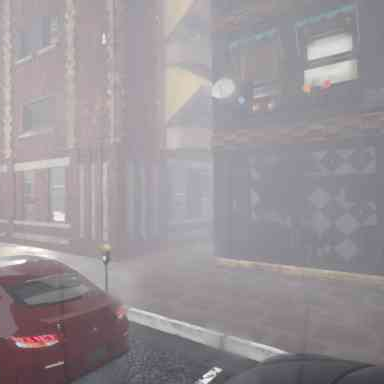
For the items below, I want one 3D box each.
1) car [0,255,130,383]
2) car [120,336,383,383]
[{"bbox_3d":[-2.703,1.583,4.763,4.206,1.307,1.802,0,-1,35],"label":"car"},{"bbox_3d":[1.909,1.566,1.487,4.313,1.339,1.947,0,-1,35],"label":"car"}]
